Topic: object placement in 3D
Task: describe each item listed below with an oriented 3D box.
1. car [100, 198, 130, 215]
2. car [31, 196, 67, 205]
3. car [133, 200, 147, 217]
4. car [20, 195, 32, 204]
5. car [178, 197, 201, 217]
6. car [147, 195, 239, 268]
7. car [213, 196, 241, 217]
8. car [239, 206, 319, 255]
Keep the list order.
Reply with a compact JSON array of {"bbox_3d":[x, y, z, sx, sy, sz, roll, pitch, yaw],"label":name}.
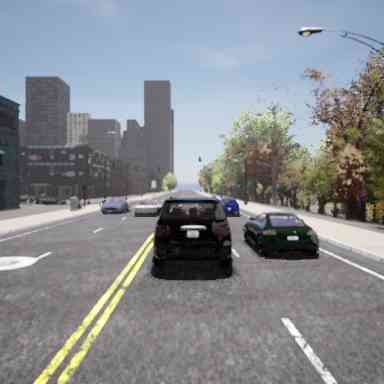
[{"bbox_3d":[-6.965,1.250,30.759,2.033,1.411,5.357,0,1,-1],"label":"car"},{"bbox_3d":[-20.605,1.348,48.795,4.313,1.339,1.947,-1,2,-1],"label":"car"},{"bbox_3d":[-3.681,1.330,27.892,1.895,1.301,4.718,0,1,-1],"label":"car"},{"bbox_3d":[-29.062,1.266,57.184,4.403,1.369,2.008,-1,2,-1],"label":"car"},{"bbox_3d":[-0.257,1.243,29.004,1.812,1.442,4.674,0,1,-1],"label":"car"},{"bbox_3d":[-0.002,1.114,10.976,2.150,2.045,5.566,0,1,-1],"label":"car"},{"bbox_3d":[2.988,1.192,29.281,1.882,1.535,5.008,0,1,-1],"label":"car"},{"bbox_3d":[3.223,1.438,12.712,1.994,1.385,4.181,0,1,-1],"label":"car"}]
